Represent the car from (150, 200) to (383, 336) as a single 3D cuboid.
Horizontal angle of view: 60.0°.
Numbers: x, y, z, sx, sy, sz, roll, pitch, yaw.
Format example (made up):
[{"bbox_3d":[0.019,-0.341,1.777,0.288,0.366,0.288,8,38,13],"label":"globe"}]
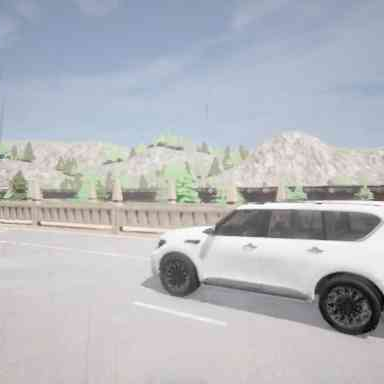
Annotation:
[{"bbox_3d":[1.724,1.194,6.859,5.566,2.045,2.150,0,0,34],"label":"car"}]
